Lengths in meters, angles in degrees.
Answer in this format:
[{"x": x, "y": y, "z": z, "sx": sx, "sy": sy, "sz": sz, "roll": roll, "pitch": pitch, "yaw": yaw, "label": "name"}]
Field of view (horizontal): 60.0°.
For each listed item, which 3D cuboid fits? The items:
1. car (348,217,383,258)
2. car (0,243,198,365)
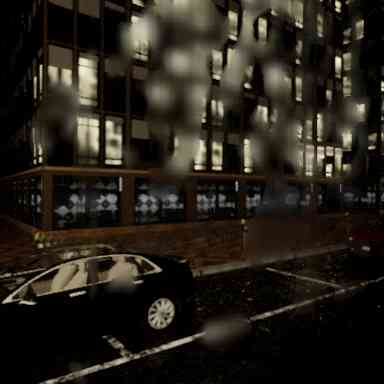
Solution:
[{"x": 7.312, "y": 1.529, "z": 11.770, "sx": 4.507, "sy": 1.381, "sz": 1.887, "roll": 0, "pitch": 0, "yaw": -35, "label": "car"}, {"x": -1.957, "y": 1.549, "z": 5.160, "sx": 4.403, "sy": 1.369, "sz": 2.008, "roll": 0, "pitch": 0, "yaw": -35, "label": "car"}]
